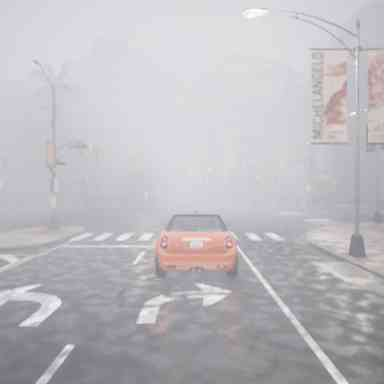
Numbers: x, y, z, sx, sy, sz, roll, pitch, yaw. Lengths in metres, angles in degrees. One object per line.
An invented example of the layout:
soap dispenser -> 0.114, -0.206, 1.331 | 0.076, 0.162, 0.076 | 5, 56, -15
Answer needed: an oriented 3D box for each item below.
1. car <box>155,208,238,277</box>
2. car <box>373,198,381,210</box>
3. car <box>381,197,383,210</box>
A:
car -> 0.121, 1.282, 10.176 | 2.097, 1.767, 4.553 | 0, 0, 0
car -> 23.174, 0.972, 36.728 | 5.566, 2.045, 2.150 | 0, 0, 1
car -> 22.050, 1.126, 33.232 | 4.553, 1.767, 2.097 | 0, 0, 1
